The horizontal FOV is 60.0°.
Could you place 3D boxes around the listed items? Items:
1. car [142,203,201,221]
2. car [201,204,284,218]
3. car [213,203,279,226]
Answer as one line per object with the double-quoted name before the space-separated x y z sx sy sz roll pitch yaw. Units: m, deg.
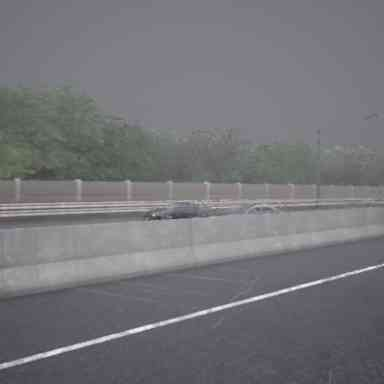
"car" -0.947 1.495 24.699 5.357 1.411 2.033 0 0 -35
"car" 3.243 1.447 19.080 4.902 1.511 2.128 0 0 -35
"car" 3.913 1.548 23.807 4.718 1.301 1.895 0 0 -35
